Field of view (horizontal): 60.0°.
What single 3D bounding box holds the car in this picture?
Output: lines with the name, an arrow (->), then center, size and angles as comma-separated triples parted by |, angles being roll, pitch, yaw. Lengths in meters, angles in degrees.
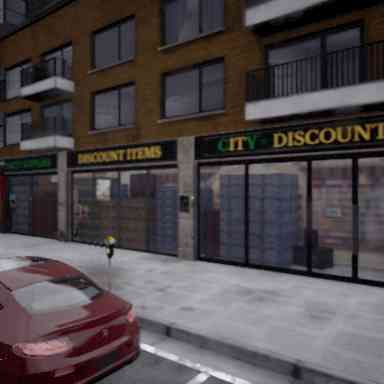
car -> -2.558, 1.580, 4.634 | 4.206, 1.307, 1.802 | 0, 0, 35
